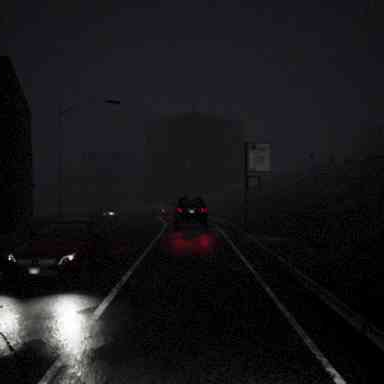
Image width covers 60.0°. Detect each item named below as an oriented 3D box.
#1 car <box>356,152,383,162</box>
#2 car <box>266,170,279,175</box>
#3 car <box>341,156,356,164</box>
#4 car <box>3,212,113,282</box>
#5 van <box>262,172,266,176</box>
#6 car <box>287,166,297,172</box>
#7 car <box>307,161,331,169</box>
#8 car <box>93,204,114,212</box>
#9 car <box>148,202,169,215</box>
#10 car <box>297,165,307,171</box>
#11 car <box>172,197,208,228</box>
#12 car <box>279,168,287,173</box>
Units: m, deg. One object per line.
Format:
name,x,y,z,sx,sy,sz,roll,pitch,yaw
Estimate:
car,21.860,-3.971,38.871,2.231,1.521,4.892,0,1,-1
car,20.891,-4.491,83.026,2.231,1.521,4.892,0,1,-1
car,21.732,-4.051,44.389,2.231,1.521,4.892,0,1,-1
car,-3.614,1.535,9.900,1.812,1.442,4.674,0,0,0
van,20.774,-4.766,88.420,1.878,1.987,4.442,0,0,-1
car,21.251,-4.444,66.492,2.185,1.767,4.553,0,1,-1
car,21.494,-4.311,55.326,2.185,1.767,4.553,0,1,-1
car,-13.887,2.557,52.086,2.033,1.411,5.357,-1,-2,-33
car,-4.136,2.005,40.927,1.812,1.442,4.674,0,-1,-20
car,21.375,-4.211,60.819,2.002,1.452,4.674,0,1,-1
car,-0.189,1.344,23.181,2.150,2.045,5.566,0,-1,-4
car,21.131,-4.506,72.011,2.185,1.767,4.553,0,1,-1
